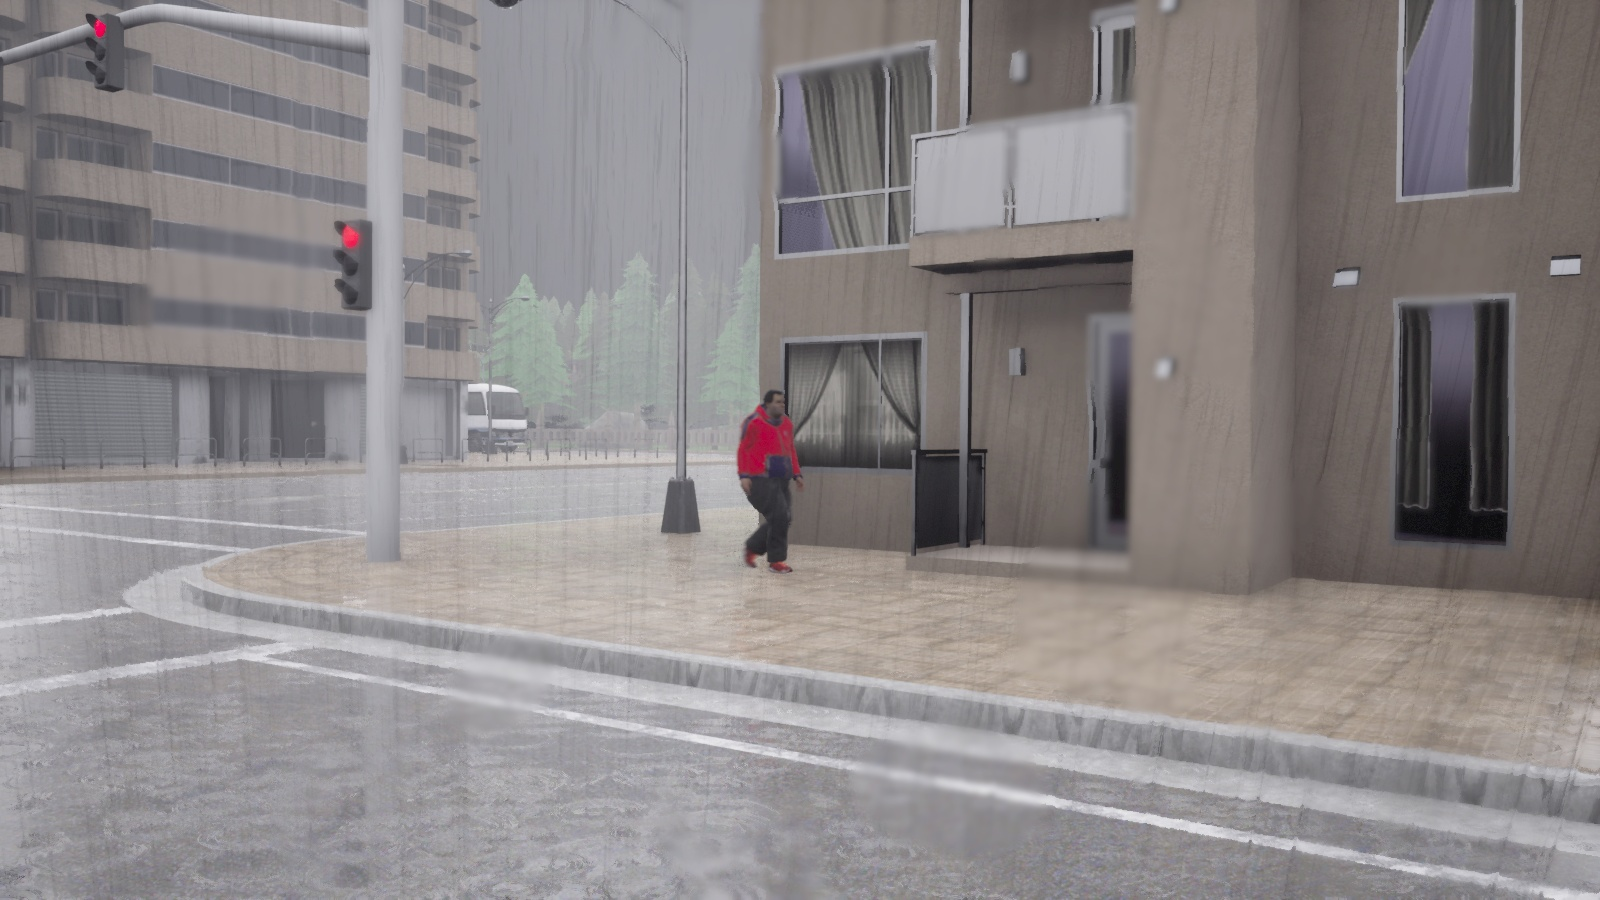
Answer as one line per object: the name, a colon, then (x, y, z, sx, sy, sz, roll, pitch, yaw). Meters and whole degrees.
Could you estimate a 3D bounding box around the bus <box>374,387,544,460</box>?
bus: (-20.919, -1.559, 76.753, 10.273, 4.253, 3.944, 0, 1, 30)

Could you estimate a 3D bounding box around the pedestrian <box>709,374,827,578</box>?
pedestrian: (-0.304, 0.231, 11.850, 0.899, 1.844, 0.634, 0, 1, 40)
